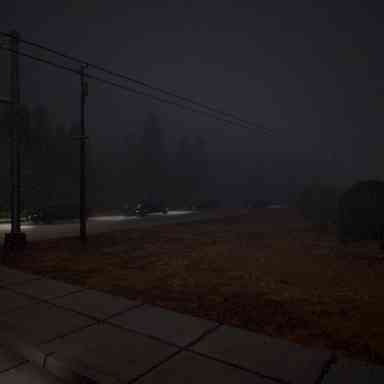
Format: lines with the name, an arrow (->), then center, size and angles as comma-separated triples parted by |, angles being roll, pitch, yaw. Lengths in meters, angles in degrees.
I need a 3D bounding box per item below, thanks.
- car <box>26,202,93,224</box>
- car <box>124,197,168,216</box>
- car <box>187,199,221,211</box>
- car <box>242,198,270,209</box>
car -> -9.766, 1.513, 24.833 | 1.837, 1.490, 4.892 | 0, 0, 37
car -> -4.360, 1.312, 32.122 | 2.097, 1.767, 4.553 | 0, 0, 37
car -> 1.491, 1.509, 39.995 | 1.895, 1.301, 4.718 | 0, 0, 37
car -> 8.363, 1.465, 43.073 | 1.895, 1.301, 4.718 | 0, 0, 37
